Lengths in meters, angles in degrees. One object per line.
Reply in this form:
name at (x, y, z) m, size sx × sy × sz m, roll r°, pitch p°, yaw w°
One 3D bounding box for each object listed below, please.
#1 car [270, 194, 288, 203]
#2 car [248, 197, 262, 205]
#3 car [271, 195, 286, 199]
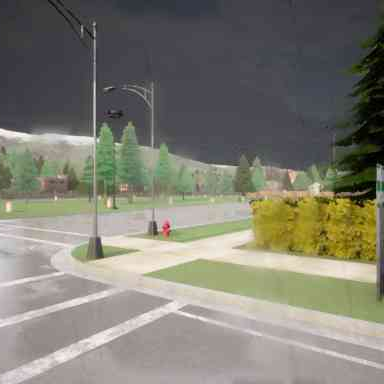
car at (17.731, 1.353, 67.546) m, size 2.097 × 1.767 × 4.553 m, roll 0°, pitch 0°, yaw 36°
car at (11.887, 1.601, 59.473) m, size 1.895 × 1.301 × 4.718 m, roll 0°, pitch 0°, yaw 36°
car at (15.179, 1.526, 58.055) m, size 1.812 × 1.442 × 4.674 m, roll 0°, pitch 0°, yaw 36°
